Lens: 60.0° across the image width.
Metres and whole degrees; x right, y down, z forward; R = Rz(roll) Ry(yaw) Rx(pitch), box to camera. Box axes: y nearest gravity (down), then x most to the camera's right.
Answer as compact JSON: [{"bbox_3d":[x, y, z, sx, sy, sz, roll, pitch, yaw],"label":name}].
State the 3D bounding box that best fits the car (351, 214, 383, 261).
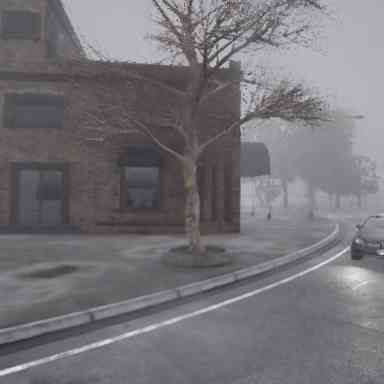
[{"bbox_3d":[7.002,1.542,11.860,1.812,1.442,4.674,0,0,34],"label":"car"}]
